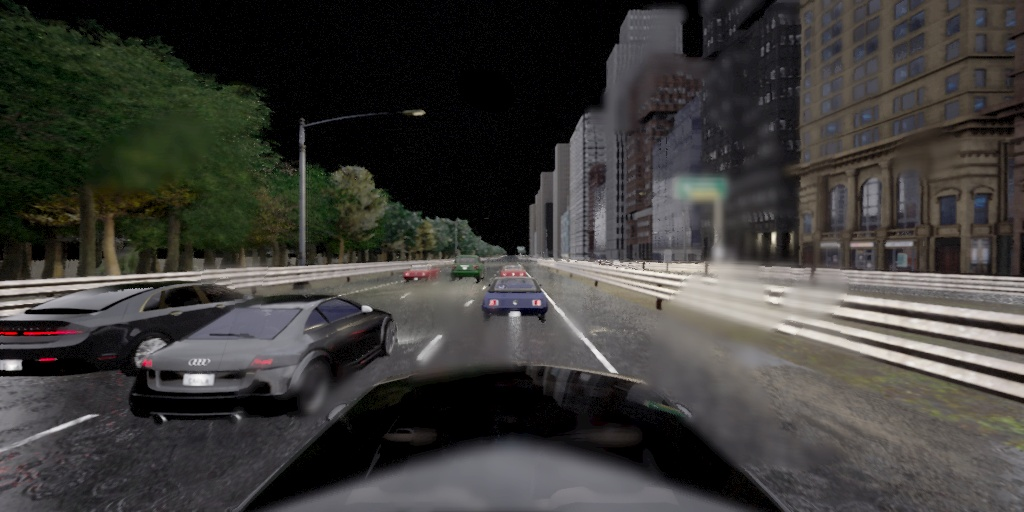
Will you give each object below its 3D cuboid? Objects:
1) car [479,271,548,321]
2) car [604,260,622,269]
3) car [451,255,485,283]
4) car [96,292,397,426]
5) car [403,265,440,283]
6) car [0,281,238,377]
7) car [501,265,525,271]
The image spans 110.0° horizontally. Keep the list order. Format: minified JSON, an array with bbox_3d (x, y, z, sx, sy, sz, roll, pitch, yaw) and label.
[{"bbox_3d":[0.096,1.353,12.353,1.895,1.301,4.718,0,0,0],"label":"car"},{"bbox_3d":[16.171,1.407,58.977,2.163,1.488,4.792,0,0,-18],"label":"car"},{"bbox_3d":[-3.410,0.979,28.572,2.150,2.045,5.566,0,0,0],"label":"car"},{"bbox_3d":[-3.404,1.315,5.905,1.994,1.385,4.181,0,0,0],"label":"car"},{"bbox_3d":[-6.910,1.358,28.047,1.895,1.301,4.718,0,0,0],"label":"car"},{"bbox_3d":[-6.904,1.256,7.374,1.837,1.490,4.892,0,0,0],"label":"car"},{"bbox_3d":[0.089,1.358,27.994,1.895,1.301,4.718,0,0,0],"label":"car"}]
